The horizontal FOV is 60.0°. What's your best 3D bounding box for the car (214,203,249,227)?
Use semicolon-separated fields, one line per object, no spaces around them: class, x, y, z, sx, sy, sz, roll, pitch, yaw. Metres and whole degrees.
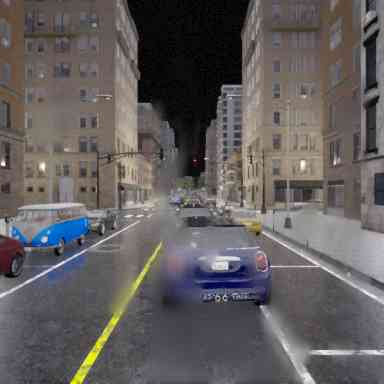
car;2.709;1.550;23.707;2.008;1.369;4.403;0;0;0

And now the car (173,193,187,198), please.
car;-2.641;1.219;60.451;2.150;2.045;5.566;0;0;1

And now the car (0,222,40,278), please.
car;-5.371;1.582;7.511;1.802;1.307;4.206;0;0;0

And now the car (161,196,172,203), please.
car;-5.186;1.562;67.649;1.947;1.339;4.313;0;0;0

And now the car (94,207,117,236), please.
car;-5.336;1.550;18.324;2.008;1.369;4.403;0;0;0

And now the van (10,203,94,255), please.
van;-5.354;1.340;12.917;1.690;1.788;3.998;0;0;0

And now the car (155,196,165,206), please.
car;-5.221;1.523;56.117;1.752;1.417;4.829;0;0;0

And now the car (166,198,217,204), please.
car;0.123;1.351;15.390;2.097;1.767;4.553;0;0;0

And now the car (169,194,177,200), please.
car;-5.118;1.429;90.374;1.967;1.590;4.097;0;0;0

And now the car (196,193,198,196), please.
car;2.890;1.306;84.673;2.192;1.841;5.009;0;0;0

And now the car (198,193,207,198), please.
car;2.856;1.434;73.309;1.967;1.590;4.097;0;0;0

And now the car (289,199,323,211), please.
car;13.705;1.515;38.313;4.718;1.301;1.895;0;0;0

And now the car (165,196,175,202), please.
car;-5.152;1.543;79.012;2.008;1.369;4.403;0;0;0

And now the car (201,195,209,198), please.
car;2.787;1.549;50.583;2.008;1.369;4.403;0;0;0

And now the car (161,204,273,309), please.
car;0.328;1.352;8.123;2.097;1.767;4.553;0;0;-5

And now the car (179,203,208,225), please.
car;0.092;1.563;25.052;1.994;1.385;4.181;0;0;0

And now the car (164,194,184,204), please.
car;-2.692;1.476;50.462;1.882;1.535;5.008;0;0;0

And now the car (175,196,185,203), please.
car;-2.540;1.519;70.556;1.812;1.442;4.674;0;0;0

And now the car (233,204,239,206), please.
car;2.698;1.525;18.471;1.752;1.417;4.829;0;0;0
